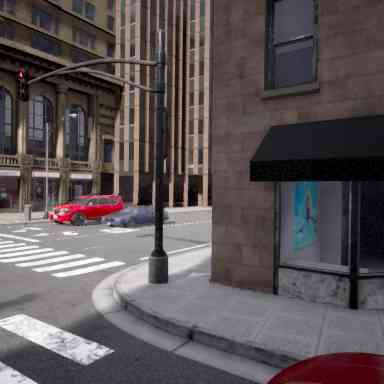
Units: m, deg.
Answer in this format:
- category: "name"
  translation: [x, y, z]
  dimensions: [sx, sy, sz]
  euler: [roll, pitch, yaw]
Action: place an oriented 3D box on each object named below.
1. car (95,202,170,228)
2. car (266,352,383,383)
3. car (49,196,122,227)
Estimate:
- category: "car"
  translation: [-3.815, 1.679, 23.518]
  dimensions: [2.033, 1.411, 5.357]
  euler: [1, 0, 35]
- category: "car"
  translation: [2.359, 1.545, 1.291]
  dimensions: [4.507, 1.381, 1.887]
  euler: [0, 1, 35]
- category: "car"
  translation: [-7.374, 1.292, 24.092]
  dimensions: [2.150, 2.045, 5.566]
  euler: [1, 0, 35]
